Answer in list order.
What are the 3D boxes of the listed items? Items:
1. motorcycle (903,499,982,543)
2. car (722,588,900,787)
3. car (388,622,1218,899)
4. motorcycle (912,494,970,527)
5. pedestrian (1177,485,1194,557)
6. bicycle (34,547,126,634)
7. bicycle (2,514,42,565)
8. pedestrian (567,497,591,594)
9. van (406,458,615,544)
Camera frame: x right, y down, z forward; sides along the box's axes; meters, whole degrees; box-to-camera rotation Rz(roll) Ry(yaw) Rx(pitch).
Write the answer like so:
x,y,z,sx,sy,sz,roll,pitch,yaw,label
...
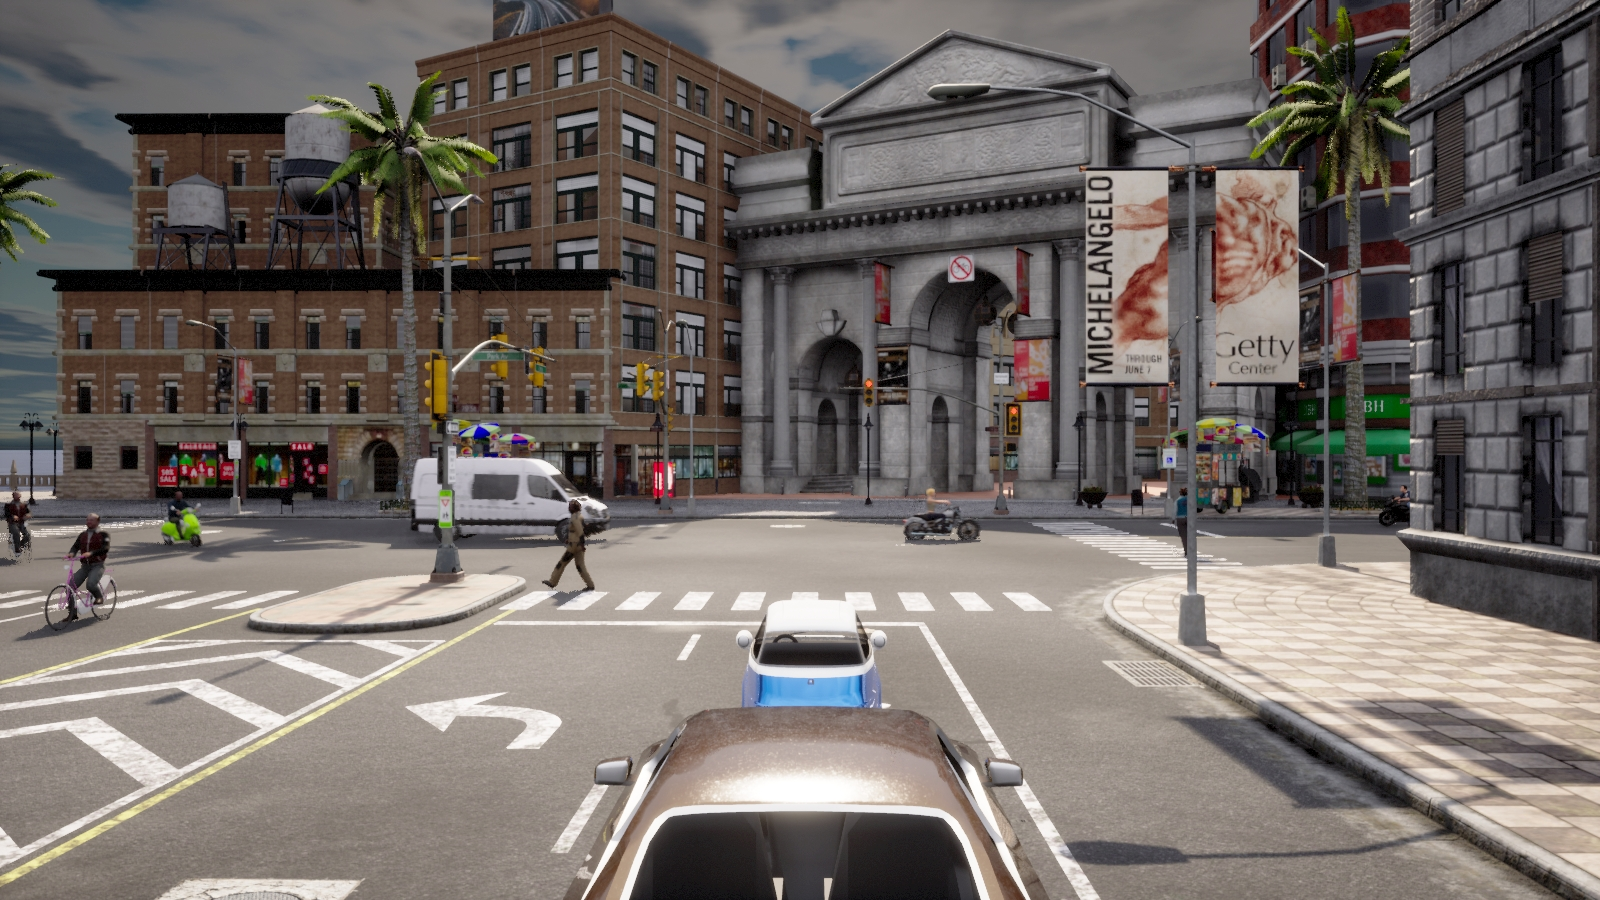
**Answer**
x,y,z,sx,sy,sz,roll,pitch,yaw,label
4.350,2.170,34.988,2.356,1.277,0.764,0,0,1,motorcycle
0.106,2.120,10.657,1.481,1.376,2.207,0,0,1,car
0.037,1.992,5.222,2.152,1.651,5.027,0,0,1,car
5.152,2.213,41.779,2.033,1.145,0.803,0,0,1,motorcycle
10.110,1.849,29.968,0.375,1.860,0.375,0,0,12,pedestrian
-11.461,2.210,18.244,0.329,1.171,1.835,0,0,-1,bicycle
-19.328,2.210,28.366,1.835,1.171,0.329,0,0,41,bicycle
-4.318,1.849,22.312,0.375,1.860,0.375,0,0,6,pedestrian
-8.850,1.534,35.267,5.915,2.561,1.988,0,0,1,van
